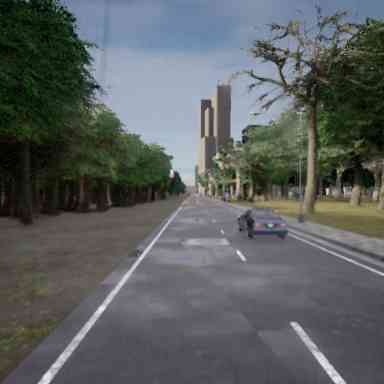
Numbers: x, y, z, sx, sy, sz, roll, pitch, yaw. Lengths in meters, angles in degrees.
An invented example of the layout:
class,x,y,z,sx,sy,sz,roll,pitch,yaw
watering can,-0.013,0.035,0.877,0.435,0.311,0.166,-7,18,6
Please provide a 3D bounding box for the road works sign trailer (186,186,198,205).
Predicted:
class,x,y,z,sx,sy,sz,roll,pitch,yaw
road works sign trailer,0.000,0.657,61.787,2.380,3.560,2.880,0,0,0

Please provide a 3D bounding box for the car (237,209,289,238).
class,x,y,z,sx,sy,sz,roll,pitch,yaw
car,3.600,1.588,17.746,2.033,1.411,5.357,0,0,0
